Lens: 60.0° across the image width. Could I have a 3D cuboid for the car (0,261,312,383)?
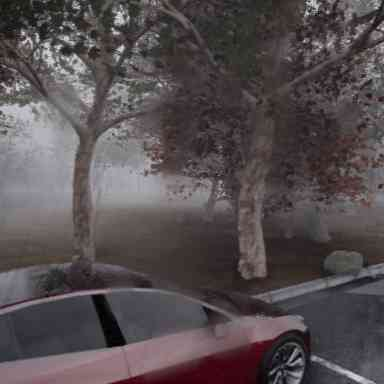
[{"bbox_3d":[-0.836,1.514,3.459,4.792,1.488,2.163,0,0,-33],"label":"car"}]
